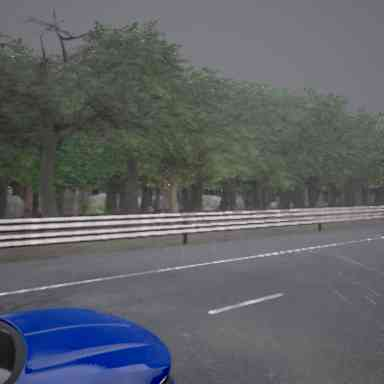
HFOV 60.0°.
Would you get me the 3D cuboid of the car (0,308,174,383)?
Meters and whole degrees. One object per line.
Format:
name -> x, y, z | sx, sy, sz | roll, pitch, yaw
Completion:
car -> -2.427, 1.470, 2.015 | 5.008, 1.535, 1.882 | 1, 0, -35
